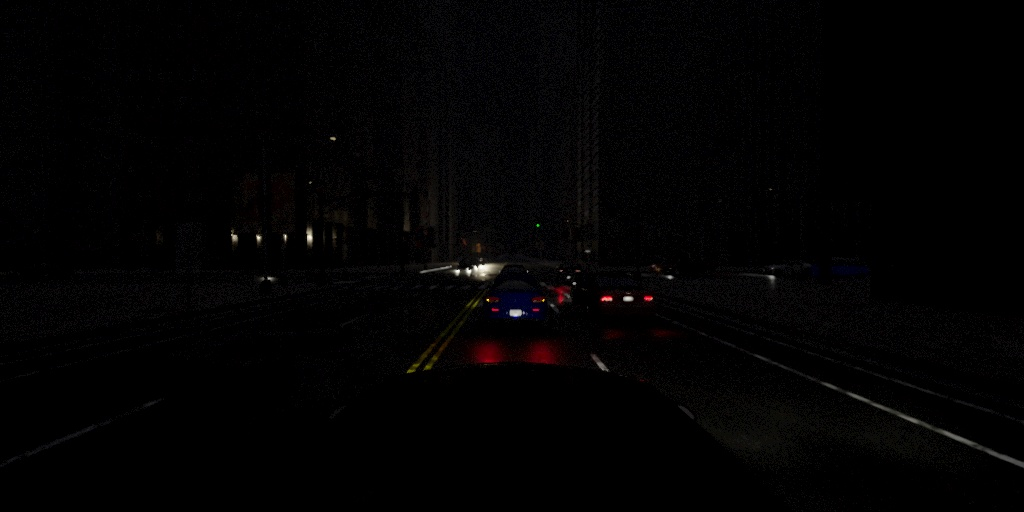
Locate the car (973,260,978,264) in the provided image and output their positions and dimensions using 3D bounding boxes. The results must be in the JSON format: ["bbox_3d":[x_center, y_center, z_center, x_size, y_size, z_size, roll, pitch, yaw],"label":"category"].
[{"bbox_3d":[49.330,1.120,38.567,4.507,1.381,1.888,0,0,0],"label":"car"}]

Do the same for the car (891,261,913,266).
[{"bbox_3d":[32.964,1.298,30.137,4.207,1.307,1.802,0,0,0],"label":"car"}]

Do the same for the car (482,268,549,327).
[{"bbox_3d":[0.094,1.260,11.297,1.812,1.442,4.674,0,0,0],"label":"car"}]

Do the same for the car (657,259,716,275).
[{"bbox_3d":[17.718,1.118,36.076,5.008,1.535,1.882,0,1,0],"label":"car"}]

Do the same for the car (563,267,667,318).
[{"bbox_3d":[3.352,1.279,12.848,2.033,1.411,5.357,0,0,0],"label":"car"}]

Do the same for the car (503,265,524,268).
[{"bbox_3d":[0.104,1.260,23.272,2.033,1.411,5.357,0,0,0],"label":"car"}]

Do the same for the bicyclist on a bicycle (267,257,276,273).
[{"bbox_3d":[-25.882,0.968,38.493,0.582,1.620,1.656,0,1,0],"label":"bicyclist on a bicycle"}]

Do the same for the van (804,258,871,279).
[{"bbox_3d":[27.523,1.063,30.169,3.998,1.789,1.690,0,0,0],"label":"van"}]

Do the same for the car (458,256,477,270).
[{"bbox_3d":[-6.569,1.145,51.463,1.882,1.535,5.008,0,0,1],"label":"car"}]

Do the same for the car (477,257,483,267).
[{"bbox_3d":[-6.534,1.159,60.967,1.837,1.490,4.892,0,0,0],"label":"car"}]

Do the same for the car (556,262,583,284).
[{"bbox_3d":[4.391,1.202,26.221,2.128,1.511,4.902,0,0,14],"label":"car"}]

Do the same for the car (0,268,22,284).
[{"bbox_3d":[-40.829,1.426,27.110,4.829,1.417,1.751,0,0,0],"label":"car"}]

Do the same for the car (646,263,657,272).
[{"bbox_3d":[16.689,1.039,38.756,4.097,1.591,1.967,0,0,0],"label":"car"}]

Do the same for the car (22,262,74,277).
[{"bbox_3d":[-46.422,1.331,35.632,4.507,1.381,1.888,0,0,0],"label":"car"}]

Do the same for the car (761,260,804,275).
[{"bbox_3d":[27.658,1.155,36.003,4.674,1.442,1.812,0,1,0],"label":"car"}]
